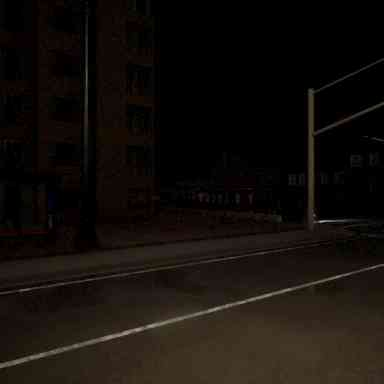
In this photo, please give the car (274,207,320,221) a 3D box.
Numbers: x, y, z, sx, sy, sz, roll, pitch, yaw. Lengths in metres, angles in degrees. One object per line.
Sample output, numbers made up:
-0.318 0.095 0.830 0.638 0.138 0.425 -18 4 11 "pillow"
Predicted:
9.656 2.053 30.988 1.994 1.385 4.181 0 -4 -36 "car"
